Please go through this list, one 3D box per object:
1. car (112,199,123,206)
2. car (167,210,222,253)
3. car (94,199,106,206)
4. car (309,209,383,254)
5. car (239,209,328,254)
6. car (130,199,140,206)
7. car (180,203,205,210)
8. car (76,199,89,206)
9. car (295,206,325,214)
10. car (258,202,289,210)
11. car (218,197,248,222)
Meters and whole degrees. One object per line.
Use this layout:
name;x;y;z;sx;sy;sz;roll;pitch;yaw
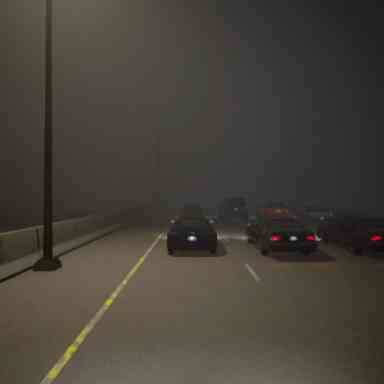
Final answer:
car;-15.436;2.143;69.136;1.837;1.490;4.892;0;-1;-8
car;0.013;1.698;14.275;1.994;1.385;4.181;0;0;0
car;-18.874;2.173;68.452;2.033;1.411;5.357;0;-1;-8
car;7.008;1.679;13.985;2.033;1.411;5.357;0;-1;0
car;3.508;1.679;13.987;2.033;1.411;5.357;0;-1;0
car;-12.002;2.201;69.818;1.994;1.385;4.181;0;-1;-8
car;0.019;1.781;29.311;1.837;1.490;4.892;0;0;0
car;-22.309;2.128;67.770;1.837;1.490;4.892;0;-1;-8
car;10.516;1.873;29.100;1.895;1.301;4.718;0;0;0
car;7.017;1.622;29.081;2.097;1.767;4.553;0;-1;0
car;3.515;1.488;29.015;2.150;2.045;5.566;0;0;0
